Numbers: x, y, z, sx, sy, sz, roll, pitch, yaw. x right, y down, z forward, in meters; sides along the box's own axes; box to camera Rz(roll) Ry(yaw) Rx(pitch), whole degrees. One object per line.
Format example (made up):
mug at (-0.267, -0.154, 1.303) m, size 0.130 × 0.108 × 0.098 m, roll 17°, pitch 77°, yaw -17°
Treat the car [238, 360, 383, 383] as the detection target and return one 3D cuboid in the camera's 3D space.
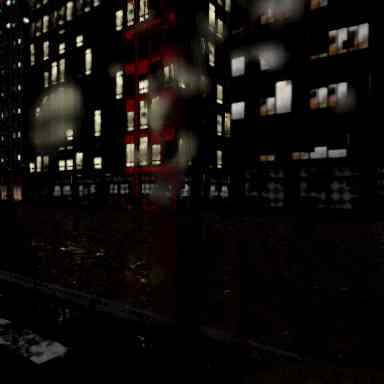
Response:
car at (2.172, 1.527, 1.319) m, size 4.829 × 1.417 × 1.752 m, roll 0°, pitch 0°, yaw 36°
